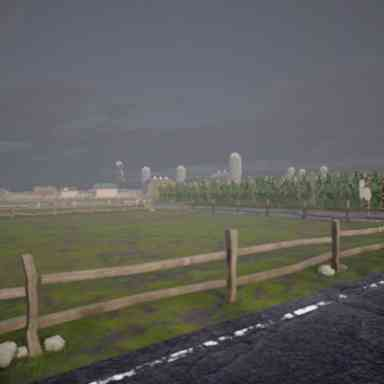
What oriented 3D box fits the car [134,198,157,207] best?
[{"bbox_3d":[-7.448,1.648,53.073,1.895,1.301,4.718,-1,0,-35],"label":"car"}]
